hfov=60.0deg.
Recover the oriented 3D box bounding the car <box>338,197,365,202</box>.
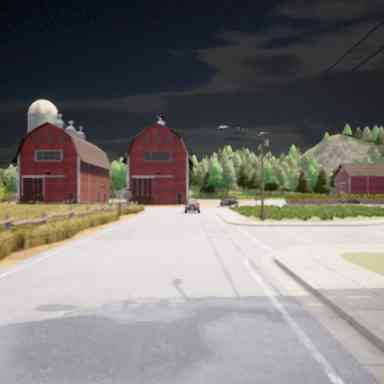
[{"bbox_3d":[29.116,1.738,60.767,4.892,1.490,1.837,0,0,0],"label":"car"}]

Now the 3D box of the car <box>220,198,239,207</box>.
[{"bbox_3d":[6.782,1.845,58.897,2.128,1.511,4.902,0,0,35],"label":"car"}]

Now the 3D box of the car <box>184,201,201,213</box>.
[{"bbox_3d":[0.026,1.816,41.697,1.812,1.442,4.674,0,0,-1],"label":"car"}]
